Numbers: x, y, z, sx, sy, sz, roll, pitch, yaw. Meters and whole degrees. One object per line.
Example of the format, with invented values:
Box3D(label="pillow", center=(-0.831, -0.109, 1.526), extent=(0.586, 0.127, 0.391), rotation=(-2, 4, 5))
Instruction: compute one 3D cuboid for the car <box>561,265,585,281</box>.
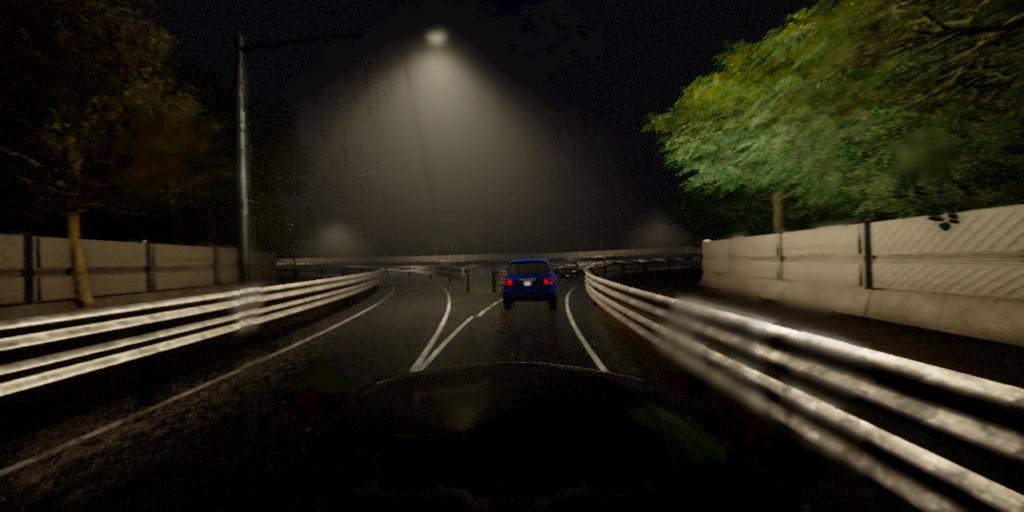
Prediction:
Box3D(label="car", center=(5.957, 1.602, 34.919), extent=(2.128, 1.511, 4.902), rotation=(-1, -1, 21))

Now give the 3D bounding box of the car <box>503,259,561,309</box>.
Box3D(label="car", center=(0.961, 1.168, 16.238), extent=(2.150, 2.045, 5.566), rotation=(-2, -1, 8))
